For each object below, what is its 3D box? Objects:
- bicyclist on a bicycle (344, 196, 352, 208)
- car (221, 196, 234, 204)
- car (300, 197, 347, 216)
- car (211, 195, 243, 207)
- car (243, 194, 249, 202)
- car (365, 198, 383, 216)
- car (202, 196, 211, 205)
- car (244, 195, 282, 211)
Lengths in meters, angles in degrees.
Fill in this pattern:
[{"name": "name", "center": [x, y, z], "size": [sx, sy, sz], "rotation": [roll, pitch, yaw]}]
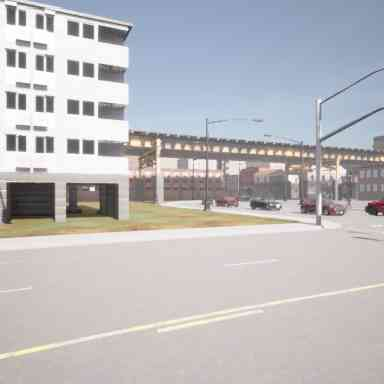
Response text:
[{"name": "bicyclist on a bicycle", "center": [20.303, 1.303, 43.336], "size": [1.656, 1.620, 0.582], "rotation": [0, 0, -25]}, {"name": "car", "center": [7.163, 1.491, 66.743], "size": [2.128, 1.511, 4.902], "rotation": [0, 0, 14]}, {"name": "car", "center": [13.001, 1.352, 33.090], "size": [2.097, 1.767, 4.553], "rotation": [0, 0, -25]}, {"name": "car", "center": [5.219, 1.477, 50.086], "size": [1.882, 1.535, 5.008], "rotation": [0, 0, -22]}, {"name": "car", "center": [11.672, 1.525, 75.707], "size": [2.128, 1.511, 4.902], "rotation": [0, 0, 41]}, {"name": "car", "center": [18.566, 1.221, 29.959], "size": [2.150, 2.045, 5.566], "rotation": [0, 0, -25]}, {"name": "car", "center": [2.746, 1.505, 59.893], "size": [1.837, 1.490, 4.892], "rotation": [0, 0, -1]}, {"name": "car", "center": [9.116, 1.491, 41.354], "size": [2.128, 1.511, 4.902], "rotation": [0, 0, -25]}]
